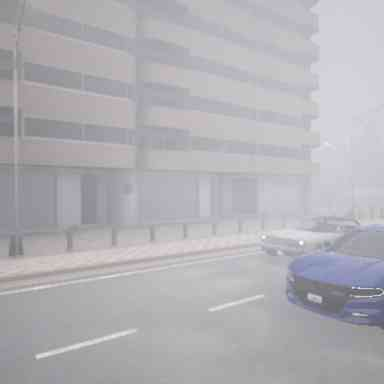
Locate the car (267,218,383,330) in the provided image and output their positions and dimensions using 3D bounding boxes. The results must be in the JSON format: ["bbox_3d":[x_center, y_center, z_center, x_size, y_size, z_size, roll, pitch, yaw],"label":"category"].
[{"bbox_3d":[4.030,1.435,6.845,5.008,1.535,1.882,0,0,-35],"label":"car"}]

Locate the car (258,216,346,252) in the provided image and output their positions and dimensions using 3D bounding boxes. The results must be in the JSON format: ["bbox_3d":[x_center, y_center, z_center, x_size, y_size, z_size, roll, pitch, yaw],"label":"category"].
[{"bbox_3d":[4.502,1.540,11.465,4.718,1.301,1.895,0,0,-35],"label":"car"}]
